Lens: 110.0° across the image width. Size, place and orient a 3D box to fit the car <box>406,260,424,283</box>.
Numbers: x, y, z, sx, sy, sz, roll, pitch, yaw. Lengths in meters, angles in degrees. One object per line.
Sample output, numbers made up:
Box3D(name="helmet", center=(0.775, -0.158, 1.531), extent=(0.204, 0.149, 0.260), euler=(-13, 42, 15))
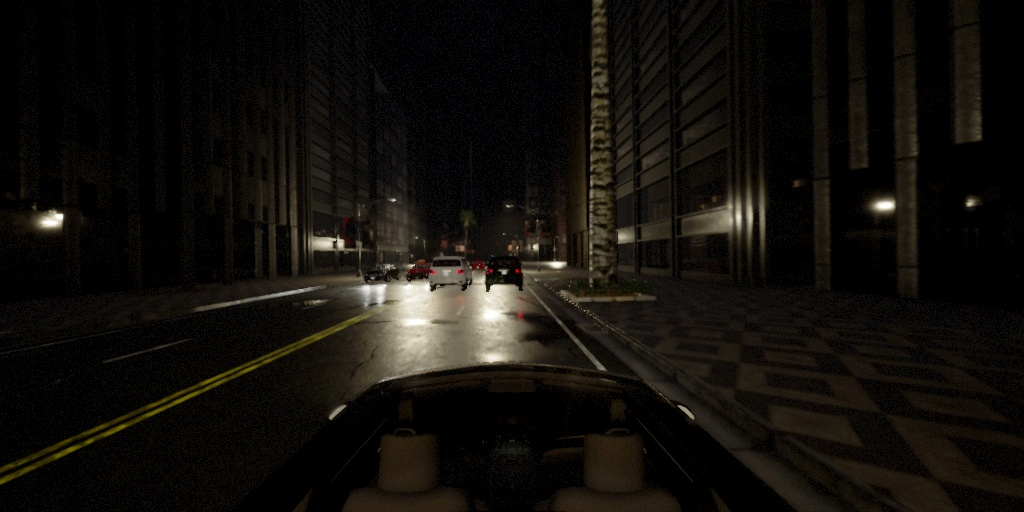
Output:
Box3D(name="car", center=(-7.440, 1.361, 30.128), extent=(1.882, 1.535, 5.008), euler=(-1, 0, -2))

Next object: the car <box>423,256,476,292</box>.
Box3D(name="car", center=(-3.756, 1.039, 22.614), extent=(2.150, 2.045, 5.566), euler=(-1, 0, -2))

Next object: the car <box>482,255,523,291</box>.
Box3D(name="car", center=(-0.497, 0.983, 22.100), extent=(2.150, 2.045, 5.566), euler=(-1, 0, -2))

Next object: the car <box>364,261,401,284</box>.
Box3D(name="car", center=(-10.680, 1.431, 29.781), extent=(2.128, 1.511, 4.902), euler=(-1, 0, -2))

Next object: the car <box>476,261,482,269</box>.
Box3D(name="car", center=(-4.668, 1.376, 50.828), extent=(1.812, 1.442, 4.674), euler=(-1, 0, -2))
